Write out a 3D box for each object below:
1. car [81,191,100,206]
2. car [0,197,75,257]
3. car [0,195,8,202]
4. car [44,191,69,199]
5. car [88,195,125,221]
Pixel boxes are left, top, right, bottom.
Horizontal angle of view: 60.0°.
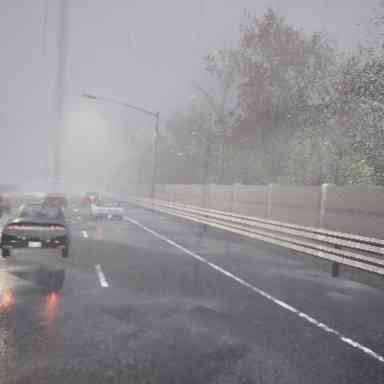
[{"bbox_3d":[-11.330,0.631,37.479,2.097,1.767,4.553,4,0,-20],"label":"car"},{"bbox_3d":[-5.093,1.155,11.275,2.128,1.511,4.902,4,0,-21],"label":"car"},{"bbox_3d":[-12.307,0.780,20.421,1.895,1.301,4.718,4,0,-21],"label":"car"},{"bbox_3d":[-11.977,0.695,29.412,1.882,1.535,5.008,4,0,-21],"label":"car"},{"bbox_3d":[-6.055,1.217,23.557,1.895,1.301,4.718,4,0,-21],"label":"car"}]
